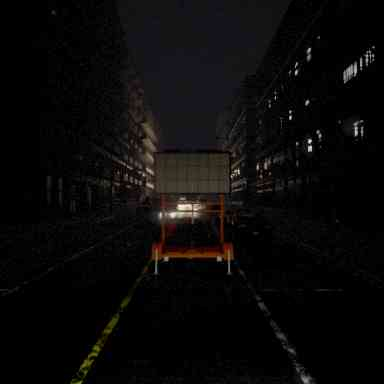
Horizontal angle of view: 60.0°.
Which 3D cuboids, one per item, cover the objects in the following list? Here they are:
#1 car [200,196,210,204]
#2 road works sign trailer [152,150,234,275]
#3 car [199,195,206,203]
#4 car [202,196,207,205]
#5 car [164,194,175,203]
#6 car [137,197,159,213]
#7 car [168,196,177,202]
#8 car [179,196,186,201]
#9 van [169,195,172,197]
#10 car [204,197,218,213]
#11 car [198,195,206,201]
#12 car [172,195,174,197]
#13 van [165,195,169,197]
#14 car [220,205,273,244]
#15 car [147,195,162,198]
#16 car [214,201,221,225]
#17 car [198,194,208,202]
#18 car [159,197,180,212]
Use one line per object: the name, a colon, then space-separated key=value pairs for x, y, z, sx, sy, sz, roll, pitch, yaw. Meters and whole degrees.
car: x=2.746 y=1.624 z=71.124 sx=1.967 sy=1.590 sz=4.097 roll=1 pitch=0 yaw=0
road works sign trailer: x=0.019 y=0.475 z=10.490 sx=2.380 sy=3.560 sz=2.880 roll=0 pitch=0 yaw=0
car: x=2.712 y=1.682 z=60.062 sx=1.887 sy=1.381 sz=4.507 roll=1 pitch=0 yaw=0
car: x=2.677 y=1.633 z=43.470 sx=2.008 sy=1.369 sz=4.403 roll=1 pitch=0 yaw=0
car: x=-5.127 y=1.524 z=76.732 sx=2.192 sy=1.841 sz=5.009 roll=1 pitch=0 yaw=0
car: x=-5.215 y=1.593 z=37.849 sx=1.752 sy=1.417 sz=4.829 roll=2 pitch=0 yaw=0
car: x=-5.110 y=1.829 z=87.793 sx=1.947 sy=1.339 sz=4.313 roll=1 pitch=0 yaw=0
car: x=-2.557 y=1.804 z=90.519 sx=1.812 sy=1.442 sz=4.674 roll=0 pitch=0 yaw=0
van: x=-5.163 y=1.479 z=60.141 sx=1.690 sy=1.788 sz=3.998 roll=1 pitch=0 yaw=0
car: x=2.665 y=1.612 z=37.939 sx=1.887 sy=1.381 sz=4.507 roll=1 pitch=0 yaw=0
car: x=2.750 y=1.733 z=93.249 sx=1.967 sy=1.590 sz=4.097 roll=1 pitch=0 yaw=0
car: x=-5.139 y=1.499 z=71.202 sx=2.192 sy=1.841 sz=5.009 roll=1 pitch=0 yaw=0
van: x=-5.174 y=1.458 z=54.609 sx=1.690 sy=1.788 sz=3.998 roll=2 pitch=0 yaw=0
car: x=2.618 y=1.563 z=15.817 sx=1.887 sy=1.381 sz=4.507 roll=1 pitch=0 yaw=0
car: x=-5.197 y=1.398 z=43.551 sx=2.192 sy=1.841 sz=5.009 roll=2 pitch=0 yaw=0
car: x=2.631 y=1.554 z=21.519 sx=1.752 sy=1.417 sz=4.829 roll=1 pitch=0 yaw=0
car: x=2.730 y=1.550 z=82.187 sx=2.192 sy=1.841 sz=5.009 roll=1 pitch=0 yaw=0
car: x=-2.766 y=1.633 z=38.597 sx=1.994 sy=1.385 sz=4.181 roll=0 pitch=0 yaw=0
